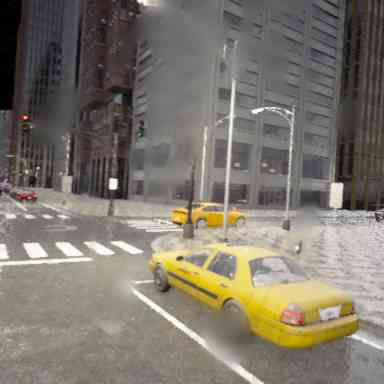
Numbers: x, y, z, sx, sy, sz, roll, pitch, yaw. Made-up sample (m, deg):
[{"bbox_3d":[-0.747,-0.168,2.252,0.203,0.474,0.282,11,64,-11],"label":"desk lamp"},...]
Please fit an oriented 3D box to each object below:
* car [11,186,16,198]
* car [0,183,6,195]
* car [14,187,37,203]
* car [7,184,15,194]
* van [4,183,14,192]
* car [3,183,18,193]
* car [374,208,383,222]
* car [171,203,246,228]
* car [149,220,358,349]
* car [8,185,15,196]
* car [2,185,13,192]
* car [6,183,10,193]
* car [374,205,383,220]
[{"bbox_3d":[-22.116,0.287,43.554,1.887,1.381,4.507,3,0,-32],"label":"car"},{"bbox_3d":[-31.705,-0.341,53.800,1.882,1.535,5.008,4,0,-32],"label":"car"},{"bbox_3d":[-19.211,0.453,38.858,1.887,1.381,4.507,3,0,-32],"label":"car"},{"bbox_3d":[-28.015,-0.067,53.093,1.752,1.417,4.829,3,0,-32],"label":"car"},{"bbox_3d":[-39.537,-0.906,71.736,1.690,1.788,3.998,3,0,-32],"label":"van"},{"bbox_3d":[-36.630,-0.767,67.039,2.192,1.841,5.009,3,0,-32],"label":"car"},{"bbox_3d":[19.374,2.219,31.608,4.902,1.511,2.128,3,1,-32],"label":"car"},{"bbox_3d":[1.108,1.402,19.931,5.008,1.535,1.882,2,1,-38],"label":"car"},{"bbox_3d":[0.715,1.585,6.611,1.752,1.417,4.829,3,0,-32],"label":"car"},{"bbox_3d":[-25.022,0.122,48.251,1.887,1.381,4.507,3,0,-32],"label":"car"},{"bbox_3d":[-42.455,-0.861,76.433,2.008,1.369,4.403,3,0,-32],"label":"car"},{"bbox_3d":[-33.738,-0.373,62.342,1.887,1.381,4.507,3,0,-32],"label":"car"},{"bbox_3d":[22.871,2.357,37.487,4.892,1.490,1.837,3,1,-31],"label":"car"}]
